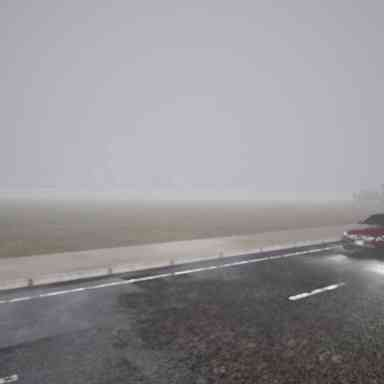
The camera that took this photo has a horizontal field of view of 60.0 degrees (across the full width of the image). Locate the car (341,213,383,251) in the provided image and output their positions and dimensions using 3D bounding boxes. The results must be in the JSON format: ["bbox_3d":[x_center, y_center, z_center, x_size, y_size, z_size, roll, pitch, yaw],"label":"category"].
[{"bbox_3d":[7.913,1.573,13.323,4.674,1.442,1.812,0,0,-35],"label":"car"}]
